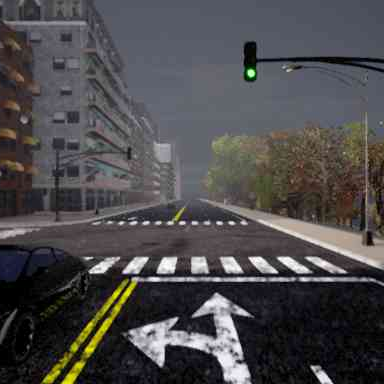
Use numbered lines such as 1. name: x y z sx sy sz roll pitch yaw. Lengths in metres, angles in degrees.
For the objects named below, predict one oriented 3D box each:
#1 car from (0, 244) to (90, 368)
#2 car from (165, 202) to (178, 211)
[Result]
1. car: -3.251 1.643 5.727 1.994 1.385 4.181 0 -1 0
2. car: -3.239 2.298 54.007 1.994 1.385 4.181 0 0 0
